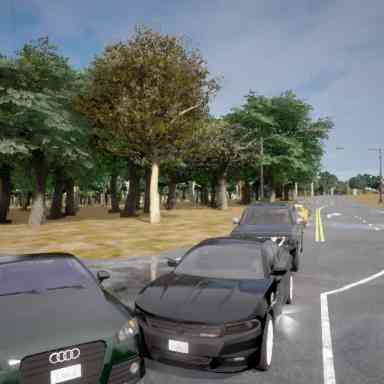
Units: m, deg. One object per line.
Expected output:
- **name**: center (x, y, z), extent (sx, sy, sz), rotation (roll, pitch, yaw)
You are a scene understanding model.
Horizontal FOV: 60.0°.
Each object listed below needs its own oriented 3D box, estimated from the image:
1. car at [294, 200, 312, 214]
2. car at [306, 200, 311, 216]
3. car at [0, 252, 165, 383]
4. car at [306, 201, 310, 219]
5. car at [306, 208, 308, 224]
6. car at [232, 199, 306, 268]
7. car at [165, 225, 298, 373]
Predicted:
- **car**: center (13.398, 1.743, 40.070), extent (1.812, 1.442, 4.674), rotation (-1, 0, 21)
- **car**: center (9.354, 1.721, 29.493), extent (1.812, 1.442, 4.674), rotation (-1, 0, 21)
- **car**: center (-2.294, 1.642, 4.914), extent (1.994, 1.385, 4.181), rotation (1, -2, -33)
- **car**: center (7.285, 1.661, 23.992), extent (1.882, 1.535, 5.008), rotation (-1, 0, 21)
- **car**: center (5.125, 1.772, 18.242), extent (1.895, 1.301, 4.718), rotation (-1, 0, 21)
- **car**: center (2.887, 1.458, 12.343), extent (2.150, 2.045, 5.566), rotation (-2, 0, 21)
- **car**: center (0.754, 1.612, 6.206), extent (1.882, 1.535, 5.008), rotation (-1, -2, 21)
